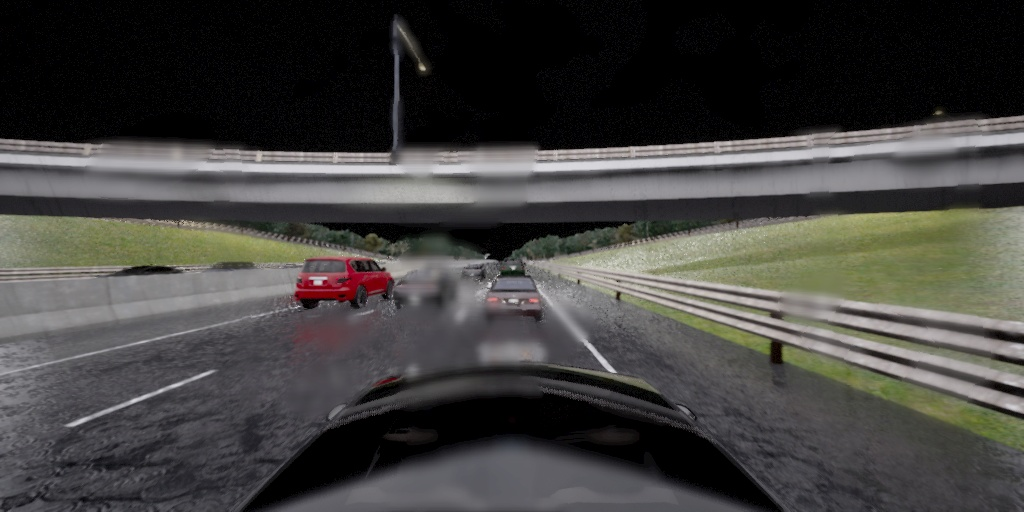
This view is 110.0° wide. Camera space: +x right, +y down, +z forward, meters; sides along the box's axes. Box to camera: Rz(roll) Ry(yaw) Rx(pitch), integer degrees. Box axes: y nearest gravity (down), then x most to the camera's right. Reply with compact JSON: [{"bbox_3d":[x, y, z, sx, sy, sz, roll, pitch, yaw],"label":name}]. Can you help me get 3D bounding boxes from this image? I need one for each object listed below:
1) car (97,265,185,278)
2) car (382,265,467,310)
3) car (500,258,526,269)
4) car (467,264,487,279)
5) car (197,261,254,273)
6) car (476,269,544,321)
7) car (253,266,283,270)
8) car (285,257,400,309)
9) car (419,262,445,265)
[{"bbox_3d":[-24.593,1.389,23.931,1.837,1.490,4.892,0,0,0],"label":"car"},{"bbox_3d":[-3.397,1.319,14.981,2.128,1.511,4.902,0,0,0],"label":"car"},{"bbox_3d":[0.106,1.161,32.576,2.150,2.045,5.566,0,0,0],"label":"car"},{"bbox_3d":[-3.394,1.436,33.192,2.128,1.511,4.902,0,0,0],"label":"car"},{"bbox_3d":[-21.090,1.254,26.743,2.097,1.767,4.553,0,0,0],"label":"car"},{"bbox_3d":[0.089,1.362,12.795,2.033,1.411,5.357,0,0,0],"label":"car"},{"bbox_3d":[-17.592,1.462,28.733,2.033,1.411,5.357,0,0,0],"label":"car"},{"bbox_3d":[-6.897,1.052,15.434,2.150,2.045,5.566,0,0,0],"label":"car"},{"bbox_3d":[-6.894,1.437,33.202,2.128,1.511,4.902,0,0,0],"label":"car"}]
